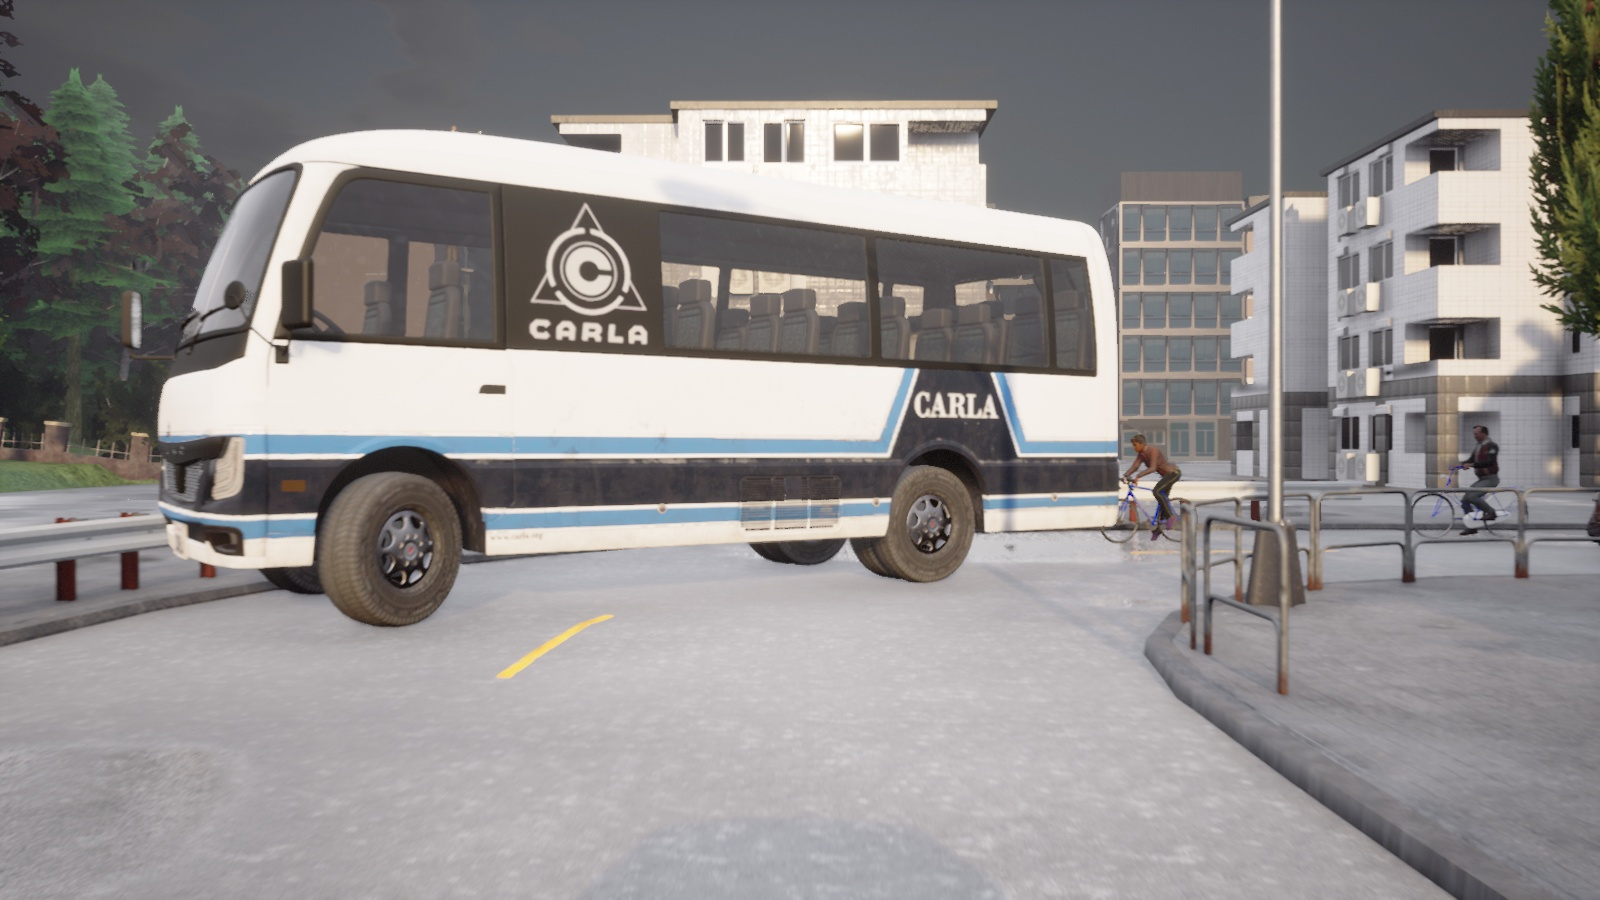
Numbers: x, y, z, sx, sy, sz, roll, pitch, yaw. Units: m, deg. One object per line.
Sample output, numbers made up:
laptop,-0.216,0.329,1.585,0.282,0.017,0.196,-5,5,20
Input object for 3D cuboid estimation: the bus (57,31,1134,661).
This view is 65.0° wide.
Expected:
bus,-1.586,-0.709,12.990,10.273,4.253,3.944,0,1,-34

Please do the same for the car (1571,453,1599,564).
car,12.065,0.734,15.257,4.181,1.385,1.994,0,0,-1

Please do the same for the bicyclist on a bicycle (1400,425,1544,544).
bicyclist on a bicycle,10.278,0.517,19.241,1.843,1.776,0.659,0,0,0

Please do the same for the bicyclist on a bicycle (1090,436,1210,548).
bicyclist on a bicycle,5.194,0.600,18.650,1.656,1.620,0.582,0,0,-14
